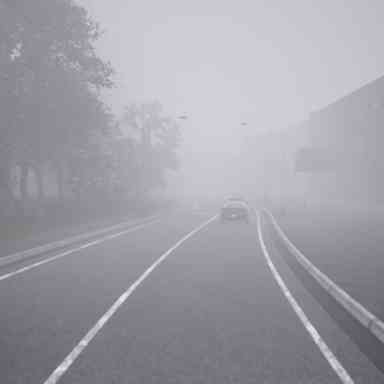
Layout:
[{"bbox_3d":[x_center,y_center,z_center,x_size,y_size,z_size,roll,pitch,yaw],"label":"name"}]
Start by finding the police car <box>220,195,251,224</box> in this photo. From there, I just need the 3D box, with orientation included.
[{"bbox_3d":[3.158,1.299,23.950,1.930,1.638,5.238,1,1,11],"label":"police car"}]
